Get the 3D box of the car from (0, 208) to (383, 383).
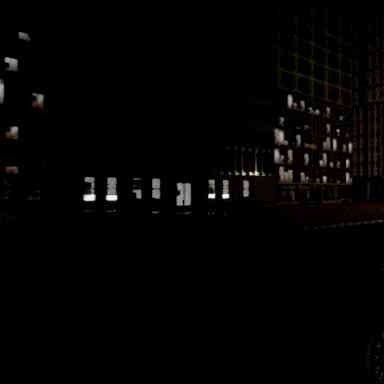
[{"bbox_3d":[0.170,1.213,3.561,5.566,2.045,2.150,2,-1,-35],"label":"car"}]
